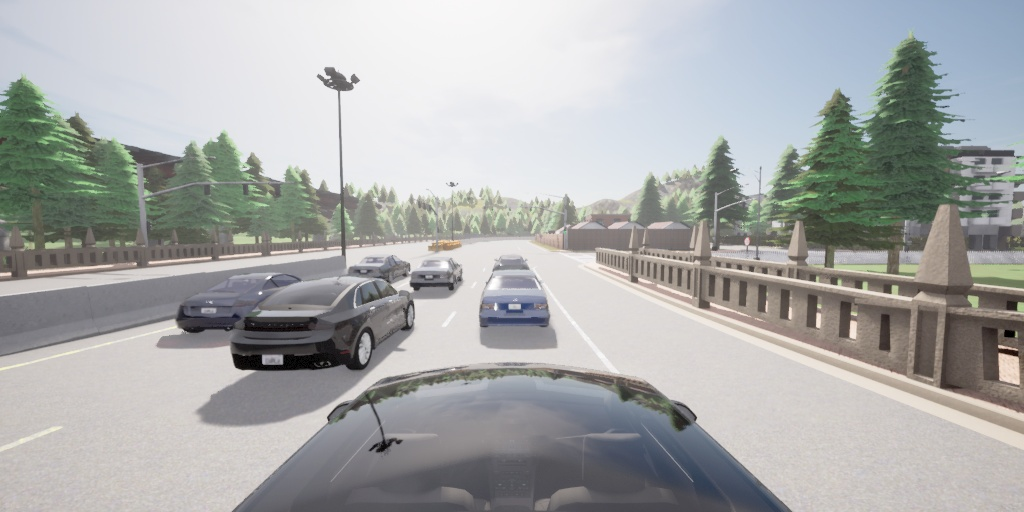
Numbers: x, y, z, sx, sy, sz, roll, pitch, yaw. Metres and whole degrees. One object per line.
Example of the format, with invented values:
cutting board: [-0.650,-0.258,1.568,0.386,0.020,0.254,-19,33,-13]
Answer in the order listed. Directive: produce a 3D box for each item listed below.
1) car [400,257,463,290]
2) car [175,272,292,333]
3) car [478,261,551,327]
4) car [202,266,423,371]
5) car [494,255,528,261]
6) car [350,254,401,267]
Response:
car: [-3.514,0.750,17.340,2.033,1.411,5.357,0,4,-2]
car: [-6.965,1.143,10.216,1.994,1.385,4.181,0,2,-1]
car: [0.037,1.104,10.740,2.033,1.411,5.357,0,2,-1]
car: [-3.442,1.170,7.535,1.837,1.490,4.892,0,2,-1]
car: [-0.052,0.603,20.087,1.994,1.385,4.181,0,3,0]
car: [-7.046,0.618,19.487,2.033,1.411,5.357,0,4,-1]
